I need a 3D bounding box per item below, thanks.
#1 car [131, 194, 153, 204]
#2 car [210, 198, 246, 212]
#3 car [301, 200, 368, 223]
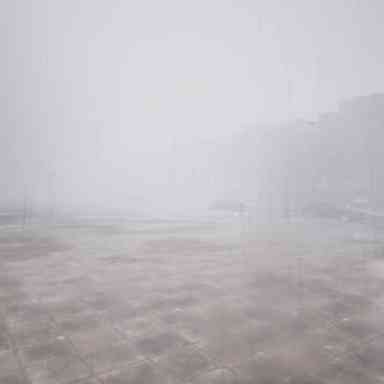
[{"bbox_3d":[-7.869,1.049,51.680,2.128,1.511,4.902,-2,1,-35],"label":"car"},{"bbox_3d":[3.752,1.353,35.103,1.994,1.385,4.181,-2,2,-35],"label":"car"},{"bbox_3d":[10.690,1.426,25.273,1.837,1.490,4.892,-2,2,-35],"label":"car"}]
